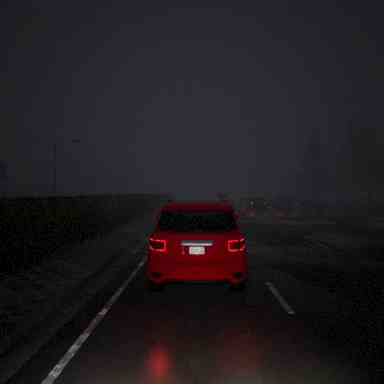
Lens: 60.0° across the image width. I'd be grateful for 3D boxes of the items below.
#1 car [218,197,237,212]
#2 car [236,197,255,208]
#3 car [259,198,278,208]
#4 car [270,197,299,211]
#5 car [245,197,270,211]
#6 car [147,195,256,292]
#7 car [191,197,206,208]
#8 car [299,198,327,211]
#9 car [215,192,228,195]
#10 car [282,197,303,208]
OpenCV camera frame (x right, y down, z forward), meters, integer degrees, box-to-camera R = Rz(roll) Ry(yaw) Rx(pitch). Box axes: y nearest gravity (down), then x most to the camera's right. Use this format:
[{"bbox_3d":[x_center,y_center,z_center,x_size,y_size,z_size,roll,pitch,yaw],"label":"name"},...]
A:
[{"bbox_3d":[4.258,1.478,40.437,1.882,1.535,5.008,0,0,1],"label":"car"},{"bbox_3d":[7.944,1.491,49.954,2.128,1.511,4.902,0,0,1],"label":"car"},{"bbox_3d":[11.444,1.564,49.886,1.994,1.385,4.181,0,0,1],"label":"car"},{"bbox_3d":[11.280,1.352,41.487,2.097,1.767,4.553,0,0,1],"label":"car"},{"bbox_3d":[7.765,1.352,40.755,2.097,1.767,4.553,0,0,1],"label":"car"},{"bbox_3d":[0.147,1.221,9.095,2.150,2.045,5.566,0,0,1],"label":"car"},{"bbox_3d":[0.946,1.491,50.090,2.128,1.511,4.902,0,0,1],"label":"car"},{"bbox_3d":[14.764,1.478,40.649,1.882,1.535,5.008,0,0,1],"label":"car"},{"bbox_3d":[4.446,1.221,50.052,2.150,2.045,5.566,0,0,1],"label":"car"},{"bbox_3d":[14.943,1.505,49.817,1.837,1.490,4.892,0,0,1],"label":"car"}]
